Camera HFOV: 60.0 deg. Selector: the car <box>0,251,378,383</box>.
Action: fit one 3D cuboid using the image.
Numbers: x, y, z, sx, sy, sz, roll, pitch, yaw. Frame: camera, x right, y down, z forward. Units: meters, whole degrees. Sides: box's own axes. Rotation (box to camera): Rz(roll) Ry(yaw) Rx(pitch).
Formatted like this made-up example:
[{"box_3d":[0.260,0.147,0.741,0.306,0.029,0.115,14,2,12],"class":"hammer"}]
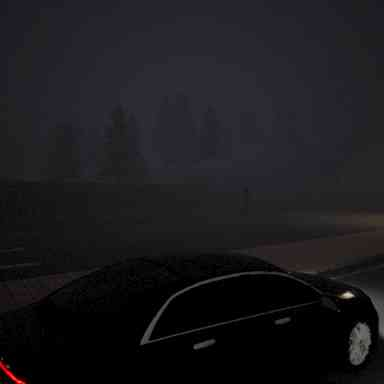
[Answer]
[{"box_3d":[0.359,1.502,4.001,4.892,1.490,1.837,1,0,-35],"class":"car"}]
